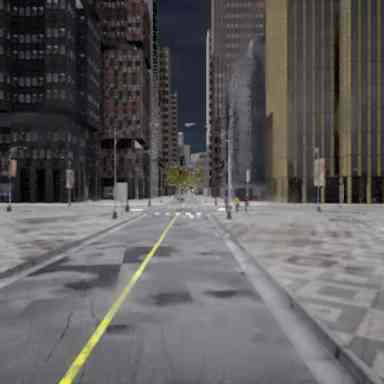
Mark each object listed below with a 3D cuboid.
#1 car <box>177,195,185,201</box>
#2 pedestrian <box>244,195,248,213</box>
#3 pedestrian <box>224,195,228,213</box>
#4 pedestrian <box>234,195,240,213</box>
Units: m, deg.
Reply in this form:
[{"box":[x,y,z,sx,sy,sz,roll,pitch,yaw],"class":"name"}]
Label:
[{"box":[-3.161,1.622,93.337,2.097,1.767,4.553,0,0,0],"class":"car"},{"box":[5.614,1.258,34.657,0.375,1.860,0.375,0,0,0],"class":"pedestrian"},{"box":[3.614,1.245,35.256,0.375,1.860,0.375,0,0,0],"class":"pedestrian"},{"box":[4.615,1.246,34.056,0.375,1.860,0.375,0,0,0],"class":"pedestrian"}]
